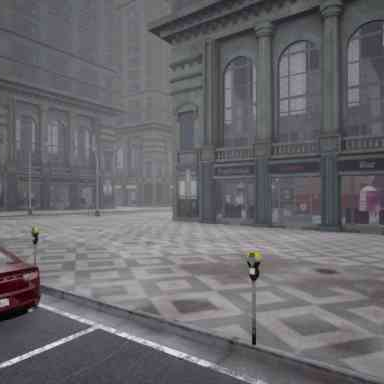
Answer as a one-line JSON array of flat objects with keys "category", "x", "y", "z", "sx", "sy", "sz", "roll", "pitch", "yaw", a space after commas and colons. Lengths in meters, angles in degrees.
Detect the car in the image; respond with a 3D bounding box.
[{"category": "car", "x": -4.689, "y": 1.546, "z": 6.299, "sx": 4.507, "sy": 1.381, "sz": 1.887, "roll": 0, "pitch": 0, "yaw": 35}]
